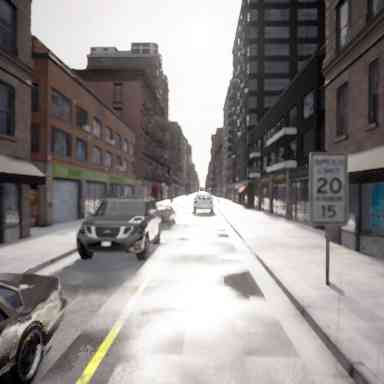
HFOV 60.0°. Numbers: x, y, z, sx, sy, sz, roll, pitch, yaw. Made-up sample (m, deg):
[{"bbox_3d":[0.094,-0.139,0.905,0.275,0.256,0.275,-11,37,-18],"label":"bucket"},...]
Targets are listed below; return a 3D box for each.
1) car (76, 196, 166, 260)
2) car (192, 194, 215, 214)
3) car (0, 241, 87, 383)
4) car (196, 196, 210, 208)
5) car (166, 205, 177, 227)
[{"bbox_3d":[-2.468,1.185,12.658,2.150,2.045,5.566,0,0,2],"label":"car"},{"bbox_3d":[1.228,1.177,35.615,2.150,2.045,5.566,0,0,2],"label":"car"},{"bbox_3d":[-2.801,1.526,2.586,2.033,1.411,5.357,0,0,2],"label":"car"},{"bbox_3d":[1.620,1.420,47.681,1.882,1.535,5.008,0,0,2],"label":"car"},{"bbox_3d":[-2.137,1.552,22.631,1.895,1.301,4.718,0,0,2],"label":"car"}]
